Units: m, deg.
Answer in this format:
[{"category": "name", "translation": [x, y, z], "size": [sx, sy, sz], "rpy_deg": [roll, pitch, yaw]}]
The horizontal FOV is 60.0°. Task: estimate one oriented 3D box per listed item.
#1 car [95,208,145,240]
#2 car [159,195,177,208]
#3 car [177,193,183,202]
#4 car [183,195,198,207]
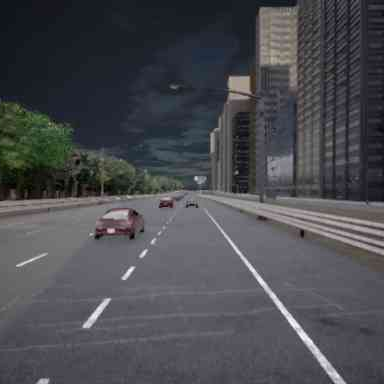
[{"category": "car", "translation": [-3.504, 1.514, 16.706], "size": [1.812, 1.442, 4.674], "rpy_deg": [0, 0, 0]}, {"category": "car", "translation": [-3.583, 1.490, 47.852], "size": [1.882, 1.535, 5.008], "rpy_deg": [0, 0, 0]}, {"category": "car", "translation": [-3.761, 1.585, 79.232], "size": [1.837, 1.490, 4.892], "rpy_deg": [0, 0, 0]}, {"category": "car", "translation": [-0.008, 1.577, 51.172], "size": [2.033, 1.411, 5.357], "rpy_deg": [0, 0, 0]}]
